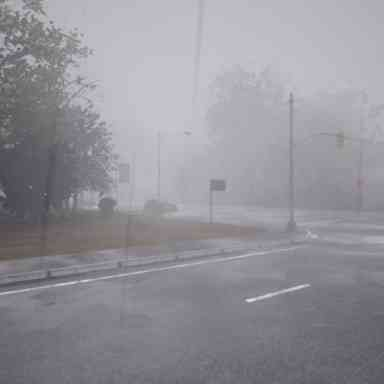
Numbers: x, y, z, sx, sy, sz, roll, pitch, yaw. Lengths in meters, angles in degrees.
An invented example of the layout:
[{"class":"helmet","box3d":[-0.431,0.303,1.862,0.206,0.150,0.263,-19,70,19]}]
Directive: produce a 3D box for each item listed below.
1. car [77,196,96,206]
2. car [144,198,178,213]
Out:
[{"class":"car","box3d":[-17.062,1.443,53.538,1.882,1.535,5.008,0,0,-38]},{"class":"car","box3d":[-3.430,1.466,36.311,1.837,1.490,4.892,0,0,-39]}]
